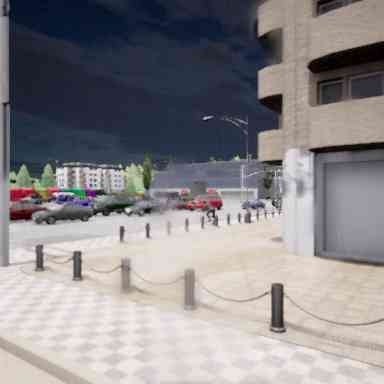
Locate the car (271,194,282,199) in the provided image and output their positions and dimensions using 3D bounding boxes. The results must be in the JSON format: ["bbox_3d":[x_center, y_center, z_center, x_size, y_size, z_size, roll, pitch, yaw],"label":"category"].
[{"bbox_3d":[14.343,1.289,52.561,2.150,2.045,5.566,0,0,36],"label":"car"}]

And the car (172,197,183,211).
[{"bbox_3d":[-2.121,1.645,41.815,1.994,1.385,4.181,0,0,36],"label":"car"}]

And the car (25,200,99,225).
[{"bbox_3d":[-9.690,1.606,25.146,1.812,1.442,4.674,0,0,35],"label":"car"}]

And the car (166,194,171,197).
[{"bbox_3d":[-3.876,1.253,68.408,1.905,1.878,3.866,0,0,36],"label":"car"}]

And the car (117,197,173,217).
[{"bbox_3d":[-4.471,1.570,32.504,2.128,1.511,4.902,0,0,36],"label":"car"}]

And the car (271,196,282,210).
[{"bbox_3d":[12.654,1.628,44.211,1.994,1.385,4.181,0,0,36],"label":"car"}]

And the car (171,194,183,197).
[{"bbox_3d":[-1.556,1.247,66.676,1.932,1.855,4.605,0,0,36],"label":"car"}]

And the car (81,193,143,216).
[{"bbox_3d":[-7.927,1.304,33.688,2.150,2.045,5.566,0,0,35],"label":"car"}]

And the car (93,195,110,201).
[{"bbox_3d":[-22.186,1.521,81.516,1.970,1.475,3.806,0,0,36],"label":"car"}]

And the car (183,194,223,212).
[{"bbox_3d":[1.732,1.297,41.196,2.150,2.045,5.566,0,0,36],"label":"car"}]

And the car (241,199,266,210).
[{"bbox_3d":[8.098,1.595,43.769,1.812,1.442,4.674,0,0,35],"label":"car"}]

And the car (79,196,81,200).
[{"bbox_3d":[-16.257,1.500,55.794,1.970,1.475,3.806,0,0,36],"label":"car"}]

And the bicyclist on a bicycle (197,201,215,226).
[{"bbox_3d":[0.960,1.367,21.201,1.656,1.620,0.582,0,0,35],"label":"bicyclist on a bicycle"}]

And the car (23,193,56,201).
[{"bbox_3d":[-30.039,1.280,65.573,1.932,1.855,4.605,0,0,36],"label":"car"}]

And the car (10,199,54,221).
[{"bbox_3d":[-13.694,1.563,25.592,1.882,1.535,5.008,0,0,35],"label":"car"}]

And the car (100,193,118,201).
[{"bbox_3d":[-19.841,1.278,79.819,1.905,1.878,3.866,0,0,36],"label":"car"}]
